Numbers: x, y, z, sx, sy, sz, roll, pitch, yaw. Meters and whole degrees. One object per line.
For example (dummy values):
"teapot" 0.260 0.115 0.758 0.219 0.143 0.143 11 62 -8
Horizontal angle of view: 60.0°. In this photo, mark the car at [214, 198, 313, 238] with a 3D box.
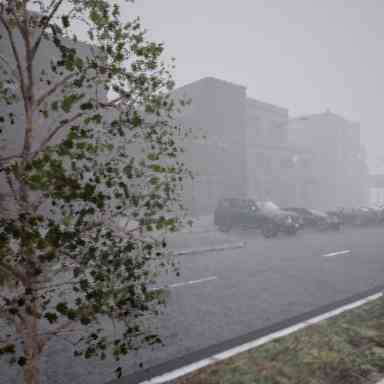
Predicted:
"car" 3.679 1.385 19.275 2.435 2.045 5.566 1 -1 -39

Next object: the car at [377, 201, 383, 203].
"car" 20.229 2.052 33.723 1.946 1.575 5.366 1 -1 -44

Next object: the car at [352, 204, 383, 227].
"car" 12.087 1.850 26.441 2.231 1.521 4.892 2 -1 -41

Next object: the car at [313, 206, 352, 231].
"car" 7.883 1.763 22.760 2.163 1.488 4.792 1 -1 -40
